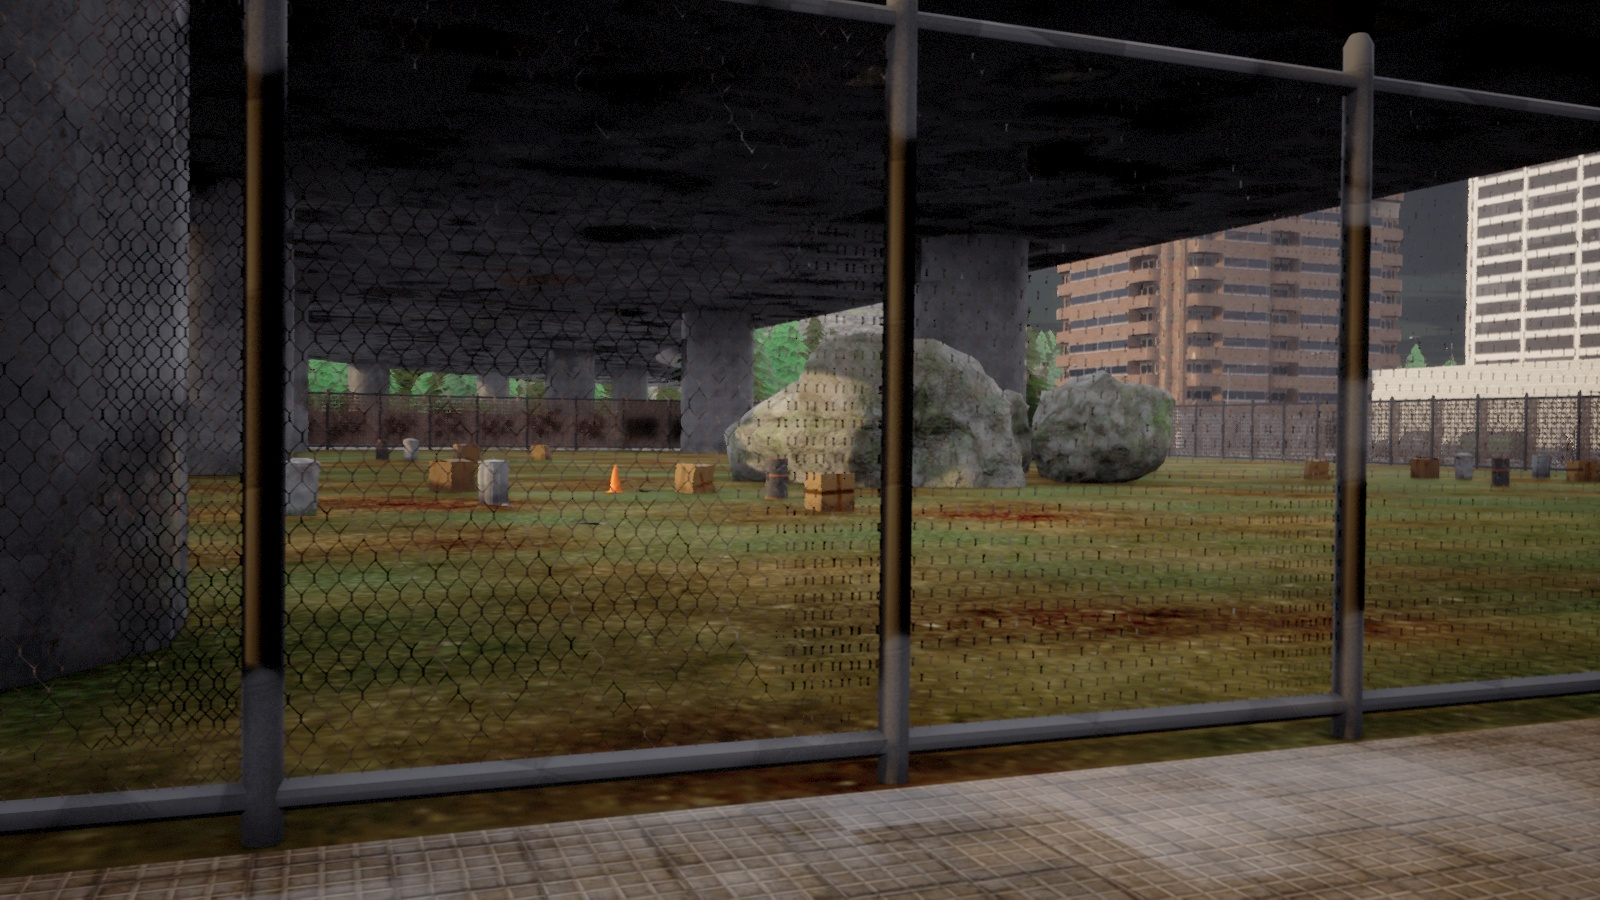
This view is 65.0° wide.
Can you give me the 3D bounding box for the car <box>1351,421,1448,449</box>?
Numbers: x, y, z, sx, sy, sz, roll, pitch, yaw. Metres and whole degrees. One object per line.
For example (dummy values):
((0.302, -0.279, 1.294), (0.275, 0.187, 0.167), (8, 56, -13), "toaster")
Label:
((34.461, -0.857, 72.353), (2.128, 1.511, 4.902), (-1, 1, -21), "car")
